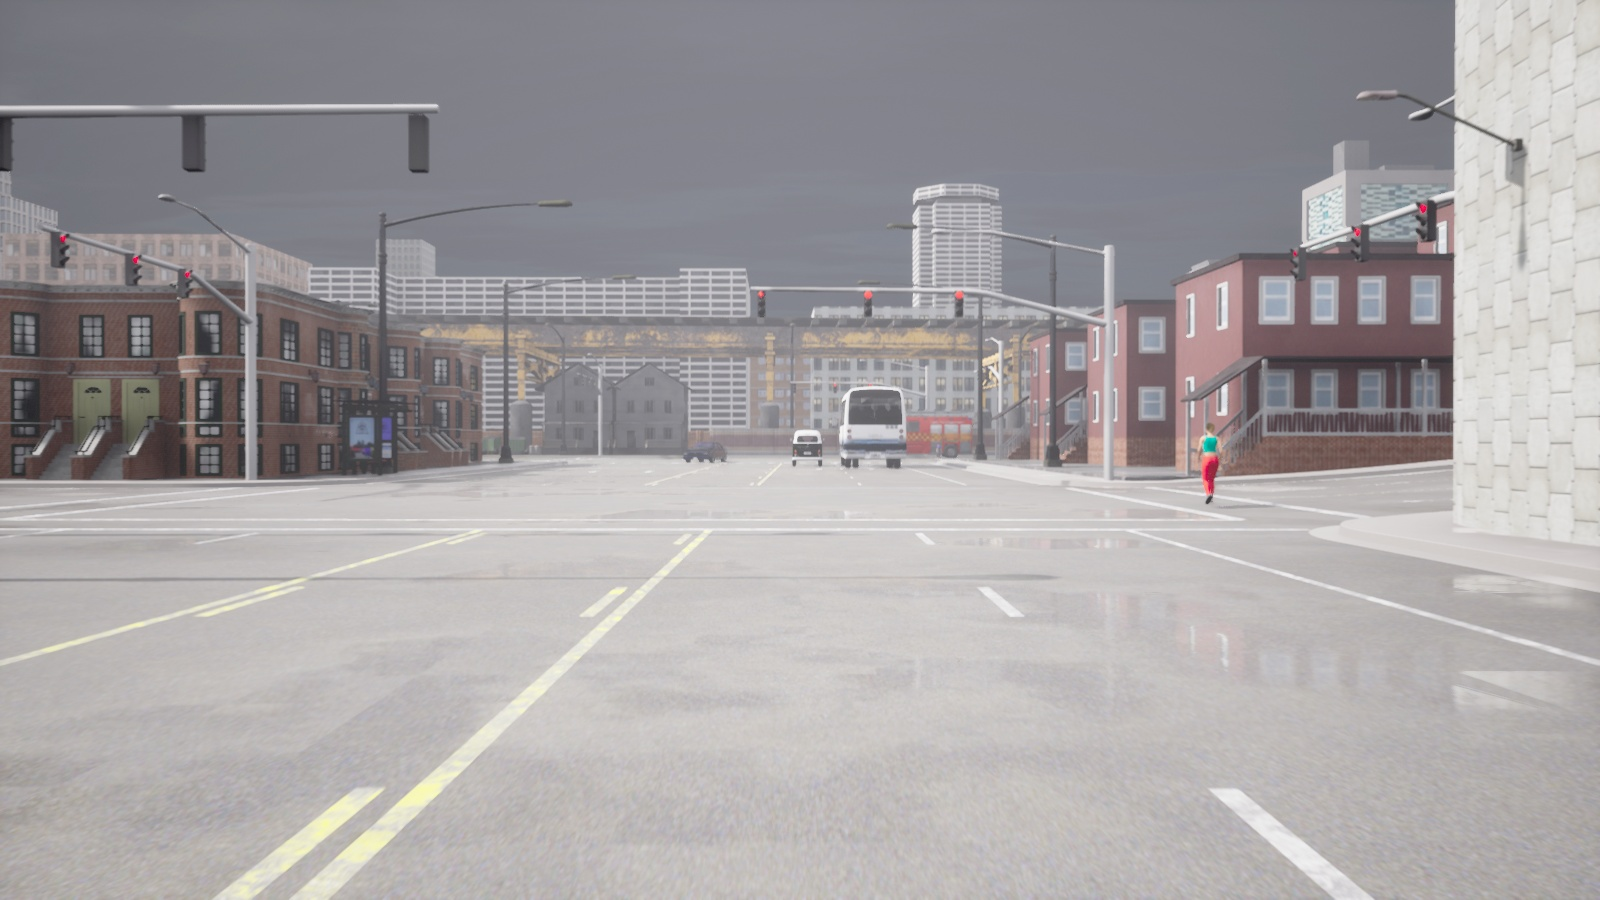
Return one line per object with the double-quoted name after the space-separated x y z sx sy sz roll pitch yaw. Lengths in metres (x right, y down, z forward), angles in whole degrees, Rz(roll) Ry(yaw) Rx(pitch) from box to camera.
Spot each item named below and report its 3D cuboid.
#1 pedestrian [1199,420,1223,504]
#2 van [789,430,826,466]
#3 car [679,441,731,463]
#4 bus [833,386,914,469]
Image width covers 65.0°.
9.077 0.256 27.745 0.345 1.836 0.594 0 0 1 "pedestrian"
0.424 -0.132 72.192 2.069 2.038 4.480 0 0 0 "van"
-6.191 0.096 82.775 2.033 1.411 5.357 0 0 11 "car"
3.911 -1.209 69.832 3.944 4.253 10.273 0 0 0 "bus"
